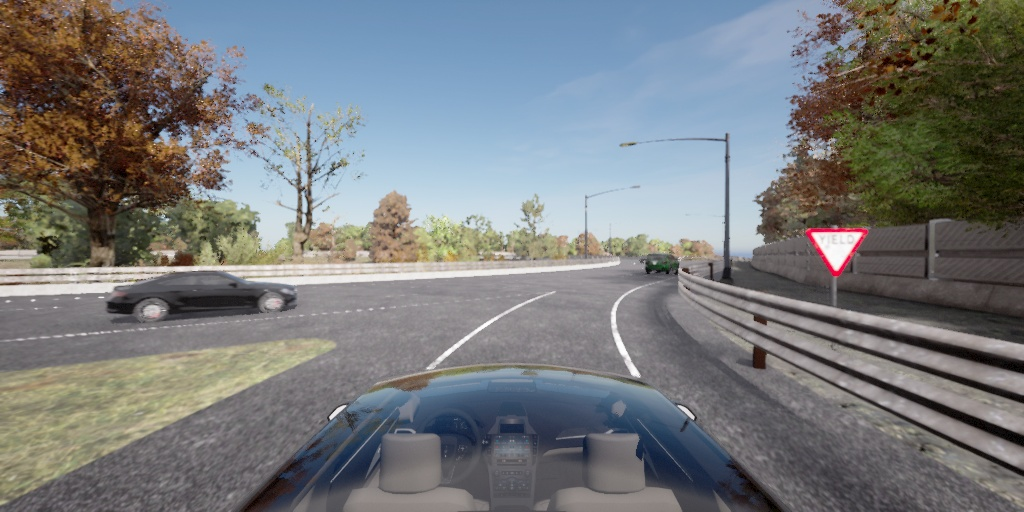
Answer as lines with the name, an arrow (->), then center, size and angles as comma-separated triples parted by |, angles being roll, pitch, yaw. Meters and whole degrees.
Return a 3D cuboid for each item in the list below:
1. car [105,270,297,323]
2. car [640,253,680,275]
car -> -9.704, 1.190, 11.653 | 4.674, 1.442, 1.812 | 0, 1, -35
car -> 14.765, 0.753, 35.124 | 2.150, 2.045, 5.566 | 1, 1, 38
